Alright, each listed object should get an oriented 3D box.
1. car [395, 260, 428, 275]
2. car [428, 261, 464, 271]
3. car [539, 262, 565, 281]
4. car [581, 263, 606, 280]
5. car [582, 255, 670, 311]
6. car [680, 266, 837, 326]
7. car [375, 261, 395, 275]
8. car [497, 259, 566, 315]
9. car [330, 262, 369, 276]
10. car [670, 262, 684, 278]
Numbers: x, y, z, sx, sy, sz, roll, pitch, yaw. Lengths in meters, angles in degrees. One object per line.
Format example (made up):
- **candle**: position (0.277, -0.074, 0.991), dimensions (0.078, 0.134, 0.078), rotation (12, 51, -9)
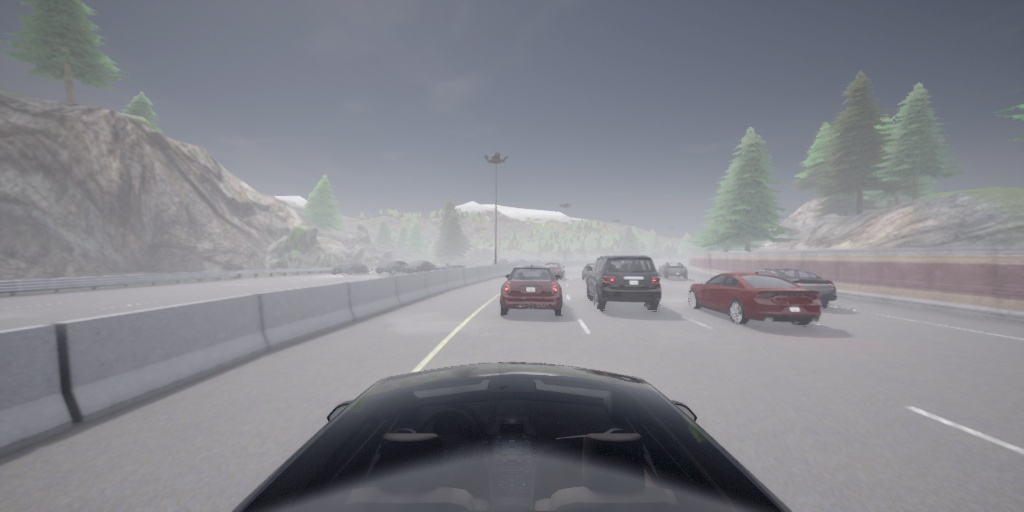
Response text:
- **car**: position (-9.654, 1.216, 37.282), dimensions (1.882, 1.535, 5.008), rotation (0, 0, 14)
- **car**: position (-6.320, 1.349, 36.316), dimensions (1.895, 1.301, 4.718), rotation (0, 0, 14)
- **car**: position (3.677, 1.301, 32.035), dimensions (1.812, 1.442, 4.674), rotation (0, 0, 13)
- **car**: position (7.327, 1.349, 32.212), dimensions (1.994, 1.385, 4.181), rotation (0, 0, 13)
- **car**: position (4.367, 0.990, 14.751), dimensions (2.150, 2.045, 5.566), rotation (0, 0, 6)
- **car**: position (7.633, 1.255, 11.896), dimensions (1.882, 1.535, 5.008), rotation (0, 0, 4)
- **car**: position (-12.841, 1.237, 38.935), dimensions (1.837, 1.490, 4.892), rotation (0, -1, 14)
- **car**: position (0.795, 1.110, 13.737), dimensions (2.097, 1.767, 4.553), rotation (0, 0, 5)
- **car**: position (-16.810, 1.282, 37.345), dimensions (1.994, 1.385, 4.181), rotation (0, 0, 13)
- **car**: position (14.651, 1.298, 32.804), dimensions (2.128, 1.511, 4.902), rotation (0, 0, 14)
